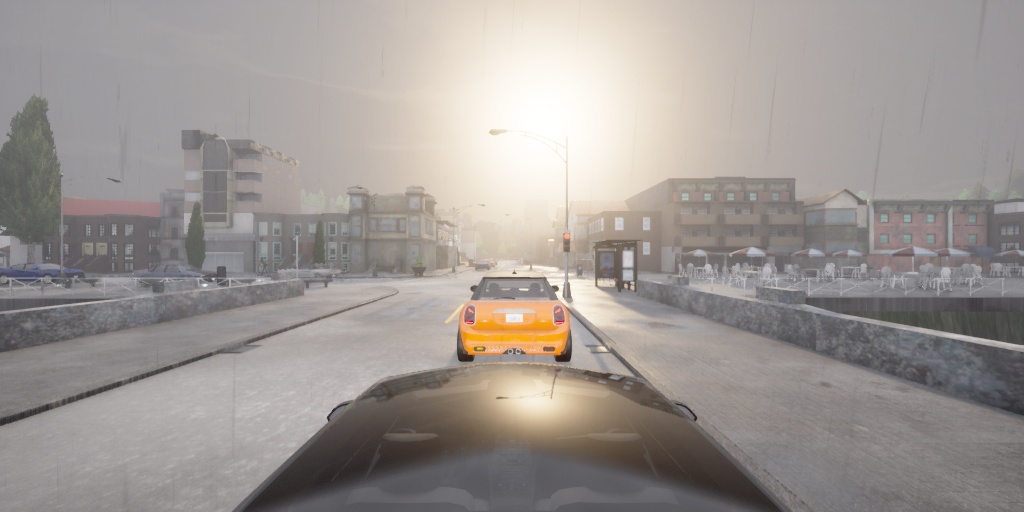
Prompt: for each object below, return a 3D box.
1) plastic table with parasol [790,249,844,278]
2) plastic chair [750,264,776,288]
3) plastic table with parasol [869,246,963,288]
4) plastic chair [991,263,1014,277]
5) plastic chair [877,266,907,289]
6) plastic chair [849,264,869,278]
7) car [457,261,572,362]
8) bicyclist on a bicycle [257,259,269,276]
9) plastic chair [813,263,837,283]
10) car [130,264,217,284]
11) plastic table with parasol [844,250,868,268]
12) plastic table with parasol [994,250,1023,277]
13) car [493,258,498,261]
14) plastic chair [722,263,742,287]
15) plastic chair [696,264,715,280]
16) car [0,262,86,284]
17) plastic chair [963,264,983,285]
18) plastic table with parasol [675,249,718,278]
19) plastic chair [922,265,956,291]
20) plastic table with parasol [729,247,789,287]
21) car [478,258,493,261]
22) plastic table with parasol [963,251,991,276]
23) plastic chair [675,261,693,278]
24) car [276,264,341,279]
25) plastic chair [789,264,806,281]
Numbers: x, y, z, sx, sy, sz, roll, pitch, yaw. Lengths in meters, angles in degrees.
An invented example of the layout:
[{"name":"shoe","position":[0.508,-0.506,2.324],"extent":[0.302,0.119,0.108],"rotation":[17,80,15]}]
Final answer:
[{"name":"plastic table with parasol","position":[22.903,0.675,27.481],"extent":[2.482,2.480,2.482],"rotation":[0,0,0]},{"name":"plastic chair","position":[15.002,1.279,21.433],"extent":[0.750,1.272,0.730],"rotation":[0,0,0]},{"name":"plastic table with parasol","position":[23.802,0.675,21.281],"extent":[2.482,2.480,2.482],"rotation":[0,0,0]},{"name":"plastic chair","position":[45.505,1.279,33.325],"extent":[0.730,1.272,0.750],"rotation":[0,0,0]},{"name":"plastic chair","position":[22.602,1.279,21.331],"extent":[0.730,1.272,0.750],"rotation":[0,0,0]},{"name":"plastic chair","position":[29.904,1.279,30.829],"extent":[0.750,1.272,0.730],"rotation":[0,0,0]},{"name":"car","position":[0.061,1.102,8.375],"extent":[2.097,1.767,4.553],"rotation":[0,0,1]},{"name":"bicyclist on a bicycle","position":[-24.014,1.099,34.583],"extent":[0.582,1.620,1.656],"rotation":[0,0,0]},{"name":"plastic chair","position":[22.803,1.279,26.131],"extent":[0.750,1.272,0.730],"rotation":[0,0,0]},{"name":"car","position":[-24.466,1.297,26.184],"extent":[5.357,1.411,2.033],"rotation":[0,0,0]},{"name":"plastic table with parasol","position":[30.234,0.675,32.199],"extent":[2.482,2.480,2.482],"rotation":[0,0,0]},{"name":"plastic table with parasol","position":[46.705,0.675,33.205],"extent":[2.482,2.480,2.482],"rotation":[0,0,0]},{"name":"car","position":[-4.059,1.227,63.238],"extent":[1.882,1.535,5.008],"rotation":[0,0,0]},{"name":"plastic chair","position":[13.902,1.279,22.833],"extent":[0.730,1.272,0.750],"rotation":[0,0,0]},{"name":"plastic chair","position":[15.804,1.279,29.233],"extent":[0.750,1.272,0.730],"rotation":[0,0,0]},{"name":"car","position":[-34.322,1.227,26.195],"extent":[5.008,1.535,1.882],"rotation":[0,0,0]},{"name":"plastic chair","position":[30.502,1.279,23.829],"extent":[0.750,1.272,0.730],"rotation":[0,0,0]},{"name":"plastic table with parasol","position":[15.924,0.675,30.513],"extent":[2.482,2.480,2.482],"rotation":[0,0,0]},{"name":"plastic chair","position":[23.701,1.279,19.931],"extent":[0.750,1.272,0.730],"rotation":[0,0,0]},{"name":"plastic table with parasol","position":[15.172,0.675,22.693],"extent":[2.482,2.480,2.482],"rotation":[0,0,0]},{"name":"car","position":[-4.091,1.227,51.054],"extent":[1.882,1.535,5.008],"rotation":[0,0,0]},{"name":"plastic table with parasol","position":[30.513,0.675,25.109],"extent":[2.482,2.480,2.482],"rotation":[0,0,0]},{"name":"plastic chair","position":[14.704,1.279,30.633],"extent":[0.730,1.272,0.750],"rotation":[0,0,0]},{"name":"car","position":[-17.125,1.351,30.139],"extent":[4.718,1.301,1.895],"rotation":[0,0,3]},{"name":"plastic chair","position":[21.703,1.279,27.531],"extent":[0.730,1.272,0.750],"rotation":[0,0,0]}]
